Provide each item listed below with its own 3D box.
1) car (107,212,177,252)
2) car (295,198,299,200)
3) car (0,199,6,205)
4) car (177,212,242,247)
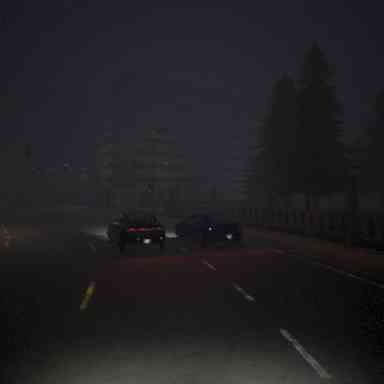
[{"bbox_3d":[-2.549,1.637,14.662,2.128,1.511,4.902,0,0,-21],"label":"car"},{"bbox_3d":[18.950,1.977,64.324,4.553,1.767,2.097,0,-1,-31],"label":"car"},{"bbox_3d":[-45.421,2.386,79.124,1.994,1.385,4.181,0,-1,-32],"label":"car"},{"bbox_3d":[0.708,1.675,15.930,1.812,1.442,4.674,0,0,-21],"label":"car"}]
